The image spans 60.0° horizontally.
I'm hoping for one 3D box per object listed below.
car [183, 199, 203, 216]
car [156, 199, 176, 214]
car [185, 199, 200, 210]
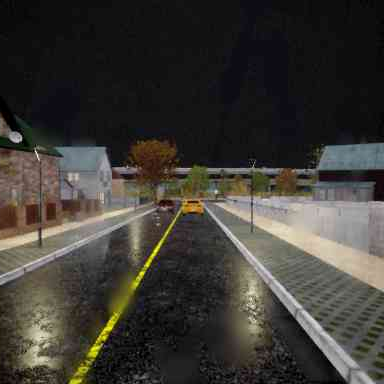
[{"bbox_3d":[0.098,1.471,33.099,1.882,1.535,5.008,0,0,0],"label":"car"},{"bbox_3d":[-2.788,1.520,36.083,1.812,1.442,4.674,0,0,1],"label":"car"},{"bbox_3d":[0.097,1.601,43.662,1.895,1.301,4.718,0,0,0],"label":"car"}]
